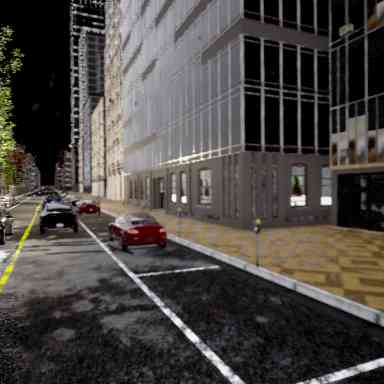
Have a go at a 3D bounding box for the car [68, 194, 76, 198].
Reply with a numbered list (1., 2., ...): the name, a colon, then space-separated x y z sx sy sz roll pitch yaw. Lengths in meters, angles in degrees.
1. car: -13.541 1.205 39.318 1.947 1.339 4.313 0 1 -23

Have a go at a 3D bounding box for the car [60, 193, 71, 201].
1. car: -24.832 0.963 65.382 1.802 1.307 4.206 0 1 -23

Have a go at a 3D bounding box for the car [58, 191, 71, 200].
1. car: -27.090 0.641 70.594 2.192 1.841 5.009 0 1 -23

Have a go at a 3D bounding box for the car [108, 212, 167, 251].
1. car: -2.251 1.453 13.253 1.802 1.307 4.206 0 1 -23

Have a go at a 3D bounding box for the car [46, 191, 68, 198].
1. car: -14.300 1.051 34.464 2.097 1.767 4.553 -1 1 -23

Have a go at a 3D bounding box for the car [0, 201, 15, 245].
1. car: -9.039 1.401 14.593 1.837 1.490 4.892 -1 1 -23

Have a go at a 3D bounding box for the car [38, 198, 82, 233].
1. car: -7.427 1.350 18.557 1.837 1.490 4.892 -1 1 -23

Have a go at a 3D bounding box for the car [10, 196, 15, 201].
1. car: -23.500 1.222 41.224 2.008 1.369 4.403 0 1 -23

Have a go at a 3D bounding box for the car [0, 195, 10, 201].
1. car: -21.173 1.248 35.853 1.752 1.417 4.829 0 1 -23

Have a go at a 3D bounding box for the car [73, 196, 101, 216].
1. car: -9.025 1.280 28.892 1.887 1.381 4.507 0 1 -23

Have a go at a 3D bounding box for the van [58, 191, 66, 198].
1. van: -31.606 0.553 81.020 1.690 1.788 3.998 0 1 -23

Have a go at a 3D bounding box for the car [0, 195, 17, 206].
1. car: -25.759 1.172 46.439 2.008 1.369 4.403 0 1 -23
